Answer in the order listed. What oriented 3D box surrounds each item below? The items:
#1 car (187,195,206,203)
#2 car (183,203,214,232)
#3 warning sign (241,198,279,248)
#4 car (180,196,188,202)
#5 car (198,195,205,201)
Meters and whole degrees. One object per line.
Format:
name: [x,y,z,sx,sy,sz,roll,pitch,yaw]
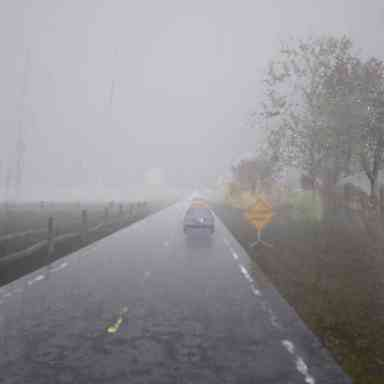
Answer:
car: [0.818,1.484,44.799,2.097,1.767,4.553,0,0,1]
car: [0.417,1.620,20.756,2.033,1.411,5.357,0,0,1]
warning sign: [2.645,1.174,13.121,1.300,1.860,1.060,0,0,1]
car: [-1.558,1.609,73.054,1.895,1.301,4.718,0,0,1]
car: [2.405,1.655,88.128,1.882,1.535,5.008,0,0,1]
